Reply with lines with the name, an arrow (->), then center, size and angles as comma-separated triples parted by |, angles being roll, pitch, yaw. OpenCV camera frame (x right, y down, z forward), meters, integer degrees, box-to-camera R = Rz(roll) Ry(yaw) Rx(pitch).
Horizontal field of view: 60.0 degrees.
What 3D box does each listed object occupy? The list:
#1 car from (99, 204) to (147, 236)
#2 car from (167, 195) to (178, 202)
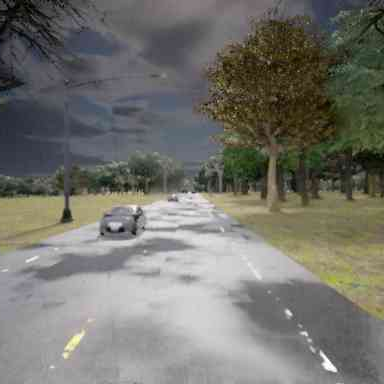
car -> -3.596, 1.424, 17.969 | 2.128, 1.511, 4.902 | 0, 0, 0
car -> -3.520, 1.167, 60.959 | 1.994, 1.385, 4.181 | 0, 1, 1
